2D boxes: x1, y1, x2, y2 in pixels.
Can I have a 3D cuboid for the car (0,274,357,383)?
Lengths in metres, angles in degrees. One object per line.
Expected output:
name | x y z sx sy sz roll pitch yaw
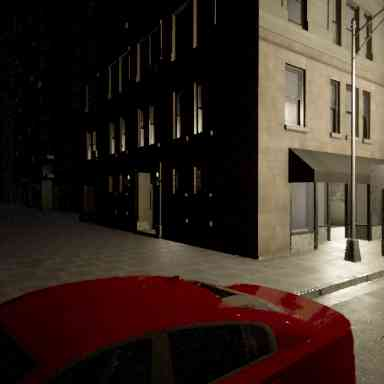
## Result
car | -0.831 1.478 2.356 5.008 1.535 1.882 0 0 -35
